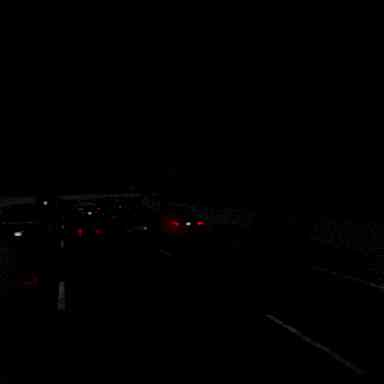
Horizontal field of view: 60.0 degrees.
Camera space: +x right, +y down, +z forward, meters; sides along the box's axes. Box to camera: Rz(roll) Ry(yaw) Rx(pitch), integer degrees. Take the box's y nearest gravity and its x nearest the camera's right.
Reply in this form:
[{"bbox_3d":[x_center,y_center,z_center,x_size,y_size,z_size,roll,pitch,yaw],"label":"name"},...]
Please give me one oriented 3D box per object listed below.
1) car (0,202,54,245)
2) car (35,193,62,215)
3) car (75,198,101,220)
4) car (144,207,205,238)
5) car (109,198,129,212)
[{"bbox_3d":[-7.807,1.451,15.504,2.128,1.511,4.902,0,0,-21],"label":"car"},{"bbox_3d":[-14.198,1.140,32.918,2.150,2.045,5.566,0,0,-18],"label":"car"},{"bbox_3d":[-8.540,1.464,27.330,1.812,1.442,4.674,0,-1,-20],"label":"car"},{"bbox_3d":[-1.079,1.514,17.515,2.033,1.411,5.357,0,0,-21],"label":"car"},{"bbox_3d":[-8.344,1.446,37.620,1.812,1.442,4.674,0,0,-17],"label":"car"}]
